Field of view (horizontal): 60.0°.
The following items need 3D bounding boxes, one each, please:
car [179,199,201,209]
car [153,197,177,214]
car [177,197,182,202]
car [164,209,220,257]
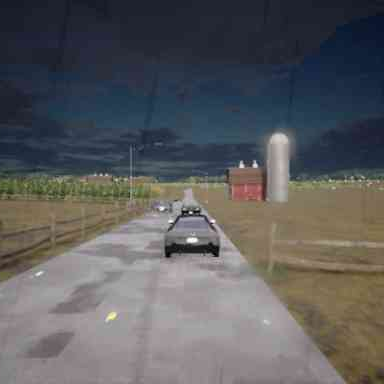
[{"bbox_3d":[-0.096,1.620,32.823,1.895,1.301,4.718,0,0,0],"label":"car"},{"bbox_3d":[-3.036,1.523,35.877,2.128,1.511,4.902,0,0,0],"label":"car"},{"bbox_3d":[-3.106,1.796,76.483,1.895,1.301,4.718,0,0,0],"label":"car"},{"bbox_3d":[-0.004,1.565,13.020,1.994,1.385,4.181,0,0,0],"label":"car"}]
